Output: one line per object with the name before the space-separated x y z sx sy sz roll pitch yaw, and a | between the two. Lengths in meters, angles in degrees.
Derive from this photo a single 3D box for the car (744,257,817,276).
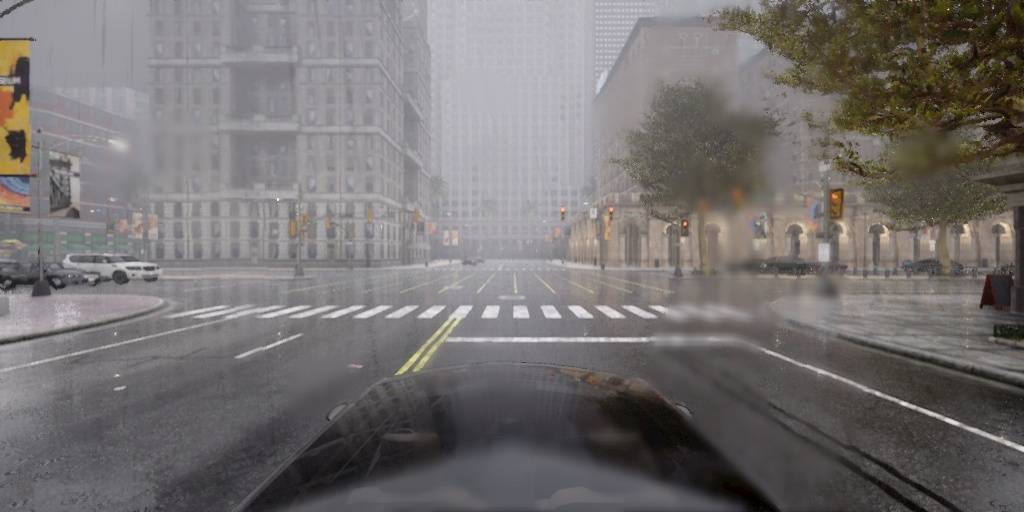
car | 24.215 0.919 32.475 4.553 1.767 2.097 0 0 0

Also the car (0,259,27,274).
car | -52.548 1.044 36.913 4.892 1.490 1.837 0 0 20

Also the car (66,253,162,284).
car | -27.389 0.836 24.548 5.566 2.045 2.150 0 0 2

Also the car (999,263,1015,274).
car | 47.114 1.073 32.341 4.892 1.490 1.837 0 0 1

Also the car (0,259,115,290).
car | -27.067 1.126 21.033 4.902 1.511 2.128 0 0 0

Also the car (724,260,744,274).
car | 24.035 1.023 35.975 5.008 1.535 1.882 0 0 0

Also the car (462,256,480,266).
car | -7.106 0.754 59.984 2.097 1.767 4.553 0 0 0

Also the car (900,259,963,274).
car | 41.935 1.052 35.877 4.892 1.490 1.837 0 0 0
